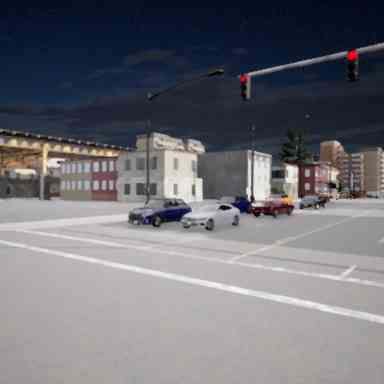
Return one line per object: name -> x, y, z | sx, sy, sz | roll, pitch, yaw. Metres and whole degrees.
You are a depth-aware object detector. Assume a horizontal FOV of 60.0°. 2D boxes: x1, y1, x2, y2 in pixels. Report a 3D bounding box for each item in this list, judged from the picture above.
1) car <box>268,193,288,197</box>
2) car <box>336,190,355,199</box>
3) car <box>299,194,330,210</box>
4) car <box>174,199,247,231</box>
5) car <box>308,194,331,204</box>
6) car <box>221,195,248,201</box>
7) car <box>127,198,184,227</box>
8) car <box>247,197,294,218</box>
car -> 9.246, 0.950, 36.556 | 2.097, 1.767, 4.553 | 1, 1, 37
car -> 22.149, 0.349, 47.887 | 2.097, 1.767, 4.553 | 1, 1, 37
car -> 13.044, 1.107, 35.802 | 1.837, 1.490, 4.892 | 1, 1, 37
car -> 1.234, 1.384, 19.958 | 1.812, 1.442, 4.674 | 1, 1, 37
car -> 19.037, 0.958, 49.581 | 1.895, 1.301, 4.718 | 1, 1, 37
car -> 3.282, 1.093, 28.544 | 2.097, 1.767, 4.553 | 1, 1, 37
car -> -2.011, 1.192, 21.427 | 2.097, 1.767, 4.553 | 1, 1, 37
car -> 6.674, 1.358, 27.253 | 1.895, 1.301, 4.718 | 1, 1, 37
